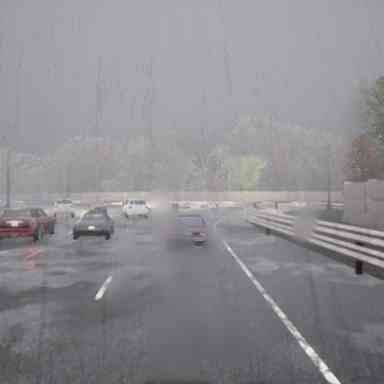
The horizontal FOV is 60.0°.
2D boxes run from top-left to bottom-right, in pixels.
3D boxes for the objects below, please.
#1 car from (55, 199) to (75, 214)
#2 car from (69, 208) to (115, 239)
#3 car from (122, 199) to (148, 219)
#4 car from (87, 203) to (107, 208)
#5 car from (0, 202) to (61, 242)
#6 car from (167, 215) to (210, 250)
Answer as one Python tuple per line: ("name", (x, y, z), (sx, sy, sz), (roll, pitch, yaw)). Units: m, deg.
("car", (-14.599, 1.774, 37.836), (2.150, 2.045, 5.566), (0, -1, -22))
("car", (-5.542, 1.840, 19.113), (1.994, 1.385, 4.181), (0, -1, -10))
("car", (-6.023, 1.714, 34.814), (2.150, 2.045, 5.566), (0, -1, -18))
("car", (-10.493, 2.035, 36.875), (1.837, 1.490, 4.892), (0, -1, -20))
("car", (-8.923, 1.623, 18.184), (2.097, 1.767, 4.553), (0, -1, -10))
("car", (-0.162, 1.762, 15.494), (2.033, 1.411, 5.357), (0, -1, -1))
